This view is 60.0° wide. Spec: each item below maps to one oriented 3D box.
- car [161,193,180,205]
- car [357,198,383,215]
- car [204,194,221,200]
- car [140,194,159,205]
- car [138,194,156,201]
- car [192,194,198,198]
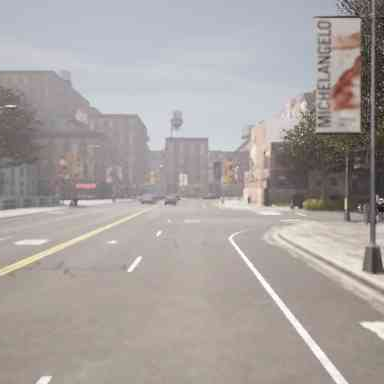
[{"bbox_3d":[-3.286,1.305,53.713,2.033,1.411,5.357,0,0,2],"label":"car"},{"bbox_3d":[18.181,1.348,31.362,4.902,1.511,2.128,0,0,0],"label":"car"},{"bbox_3d":[4.986,1.178,80.210,2.033,1.411,5.357,0,0,36],"label":"car"},{"bbox_3d":[-7.031,1.306,53.517,2.033,1.411,5.357,0,0,1],"label":"car"},{"bbox_3d":[-9.851,1.189,73.444,2.002,1.452,4.674,0,0,20],"label":"car"},{"bbox_3d":[2.931,0.778,83.378,2.033,1.411,5.357,0,0,37],"label":"car"}]
